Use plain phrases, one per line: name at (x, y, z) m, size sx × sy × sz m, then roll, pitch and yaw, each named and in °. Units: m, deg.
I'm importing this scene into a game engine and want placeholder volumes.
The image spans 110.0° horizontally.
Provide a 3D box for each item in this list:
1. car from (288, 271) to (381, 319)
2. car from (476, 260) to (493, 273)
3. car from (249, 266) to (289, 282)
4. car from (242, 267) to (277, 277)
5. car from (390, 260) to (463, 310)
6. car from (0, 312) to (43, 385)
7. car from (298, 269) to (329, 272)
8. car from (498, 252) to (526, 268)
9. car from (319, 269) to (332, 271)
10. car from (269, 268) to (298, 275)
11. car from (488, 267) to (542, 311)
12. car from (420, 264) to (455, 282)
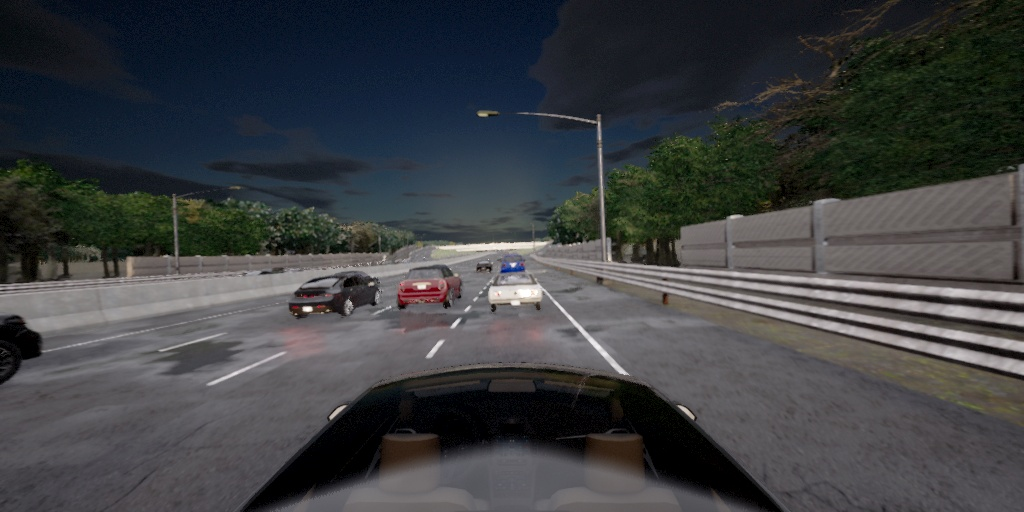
car at (-6.884, 1.519, 14.462) m, size 1.837 × 1.490 × 4.892 m, roll -2°, pitch 0°, yaw 0°
car at (-3.448, 1.281, 45.966) m, size 1.882 × 1.535 × 5.008 m, roll -2°, pitch 0°, yaw 0°
car at (-31.489, 2.317, 46.634) m, size 2.097 × 1.767 × 4.553 m, roll -2°, pitch 0°, yaw 1°
car at (-28.032, 2.363, 39.547) m, size 1.812 × 1.442 × 4.674 m, roll -2°, pitch 0°, yaw 0°
car at (-3.498, 1.221, 16.004) m, size 2.097 × 1.767 × 4.553 m, roll -2°, pitch 0°, yaw 0°
car at (-10.366, 1.396, 4.607) m, size 2.150 × 2.045 × 5.566 m, roll -2°, pitch 0°, yaw 0°
car at (-21.040, 2.147, 39.679) m, size 1.895 × 1.301 × 4.718 m, roll -2°, pitch 0°, yaw 0°
car at (0.098, 0.905, 32.970) m, size 2.150 × 2.045 × 5.566 m, roll -2°, pitch 0°, yaw 0°
car at (-10.395, 1.688, 23.322) m, size 2.033 × 1.411 × 5.357 m, roll -2°, pitch 0°, yaw 0°
car at (-24.530, 2.255, 40.187) m, size 1.994 × 1.385 × 4.181 m, roll -2°, pitch 0°, yaw 0°
car at (0.112, 1.324, 14.544) m, size 1.895 × 1.301 × 4.718 m, roll -2°, pitch 0°, yaw 0°
car at (-6.884, 1.520, 33.751) m, size 2.033 × 1.411 × 5.357 m, roll -2°, pitch 0°, yaw 0°
